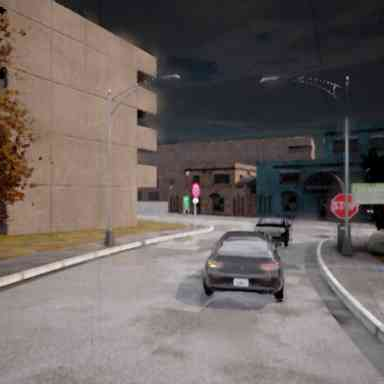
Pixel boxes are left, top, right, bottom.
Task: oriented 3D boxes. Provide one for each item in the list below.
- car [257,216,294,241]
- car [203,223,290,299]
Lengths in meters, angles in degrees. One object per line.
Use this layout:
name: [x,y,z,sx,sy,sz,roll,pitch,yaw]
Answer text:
car: [4.694,2.136,19.010,2.128,1.511,4.902,0,-2,20]
car: [1.466,1.779,9.074,1.812,1.442,4.674,0,-2,11]
